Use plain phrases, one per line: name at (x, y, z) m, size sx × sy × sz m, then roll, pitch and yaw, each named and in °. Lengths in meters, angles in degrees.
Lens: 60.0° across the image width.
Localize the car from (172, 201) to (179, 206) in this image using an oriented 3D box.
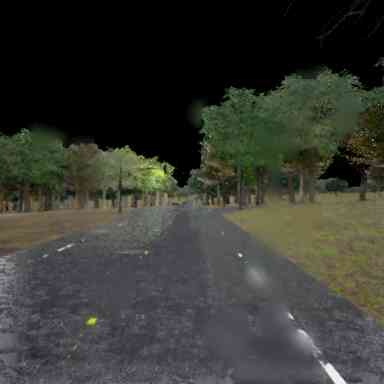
car at (-4.387, 3.083, 87.750) m, size 1.895 × 1.301 × 4.718 m, roll 0°, pitch -2°, yaw -1°
